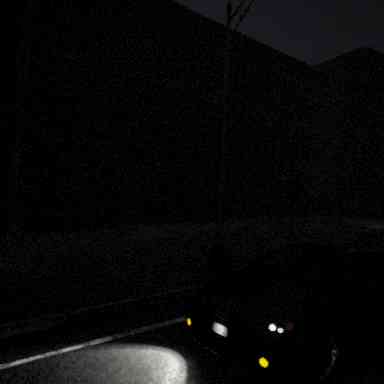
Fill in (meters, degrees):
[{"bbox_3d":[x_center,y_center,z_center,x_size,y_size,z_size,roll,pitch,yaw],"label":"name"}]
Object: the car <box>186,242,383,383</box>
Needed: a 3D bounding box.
[{"bbox_3d":[1.981,1.572,5.403,4.181,1.385,1.994,0,0,-35],"label":"car"}]
